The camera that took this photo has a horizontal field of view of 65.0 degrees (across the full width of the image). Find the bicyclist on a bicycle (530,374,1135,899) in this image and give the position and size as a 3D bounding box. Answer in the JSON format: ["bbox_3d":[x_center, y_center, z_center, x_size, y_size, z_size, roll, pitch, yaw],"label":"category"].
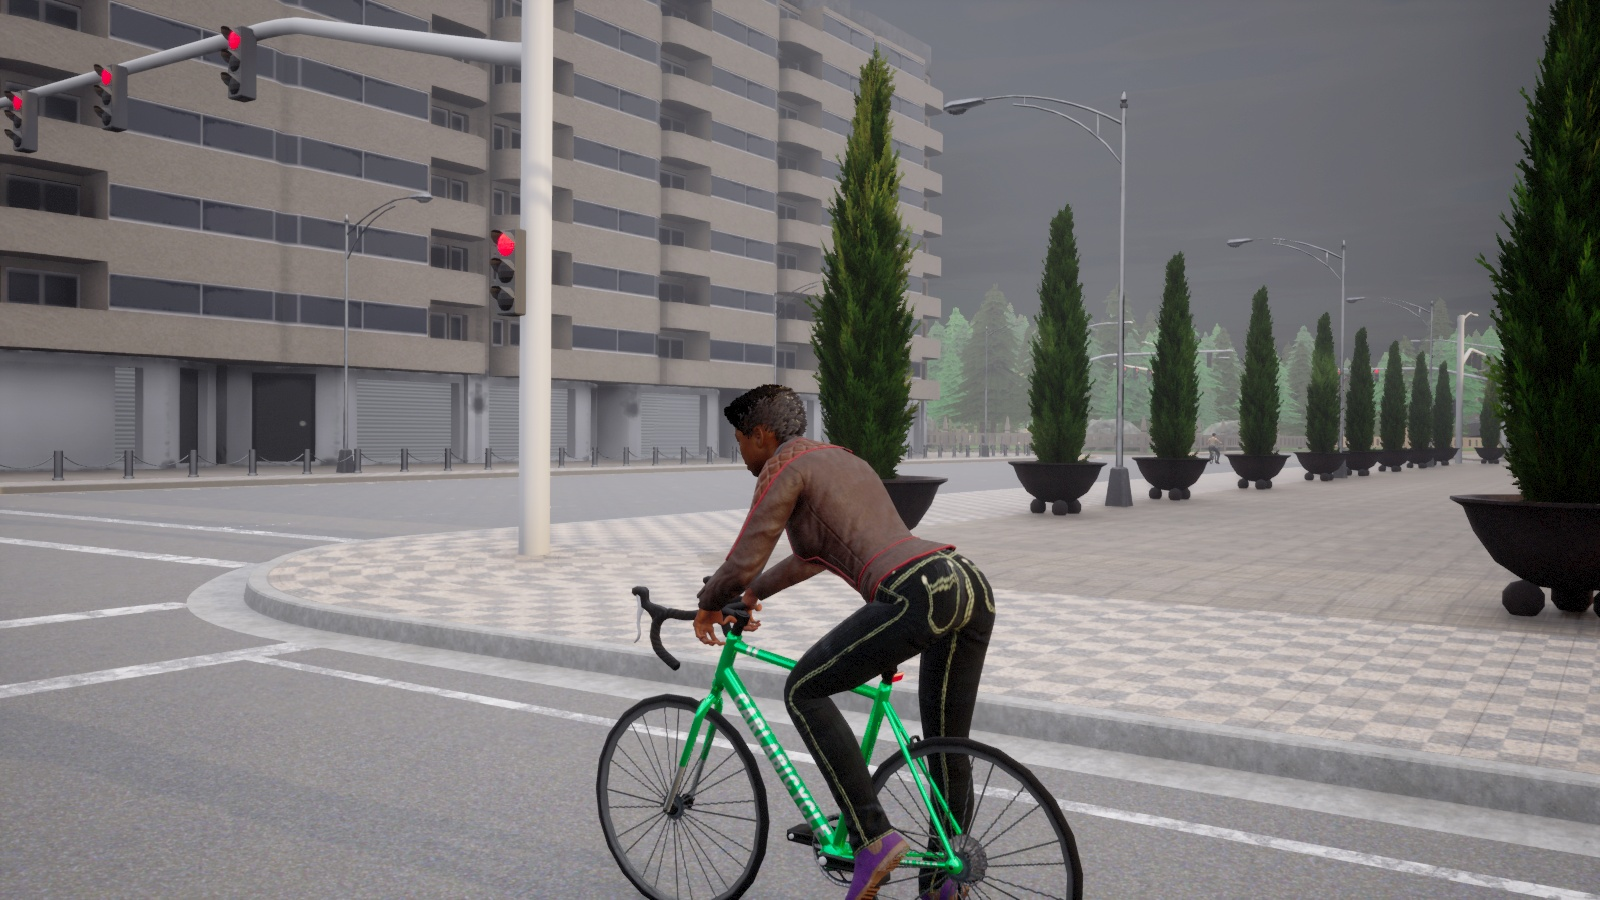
[{"bbox_3d":[0.045,0.635,3.593,1.656,1.620,0.582,0,1,34],"label":"bicyclist on a bicycle"}]
